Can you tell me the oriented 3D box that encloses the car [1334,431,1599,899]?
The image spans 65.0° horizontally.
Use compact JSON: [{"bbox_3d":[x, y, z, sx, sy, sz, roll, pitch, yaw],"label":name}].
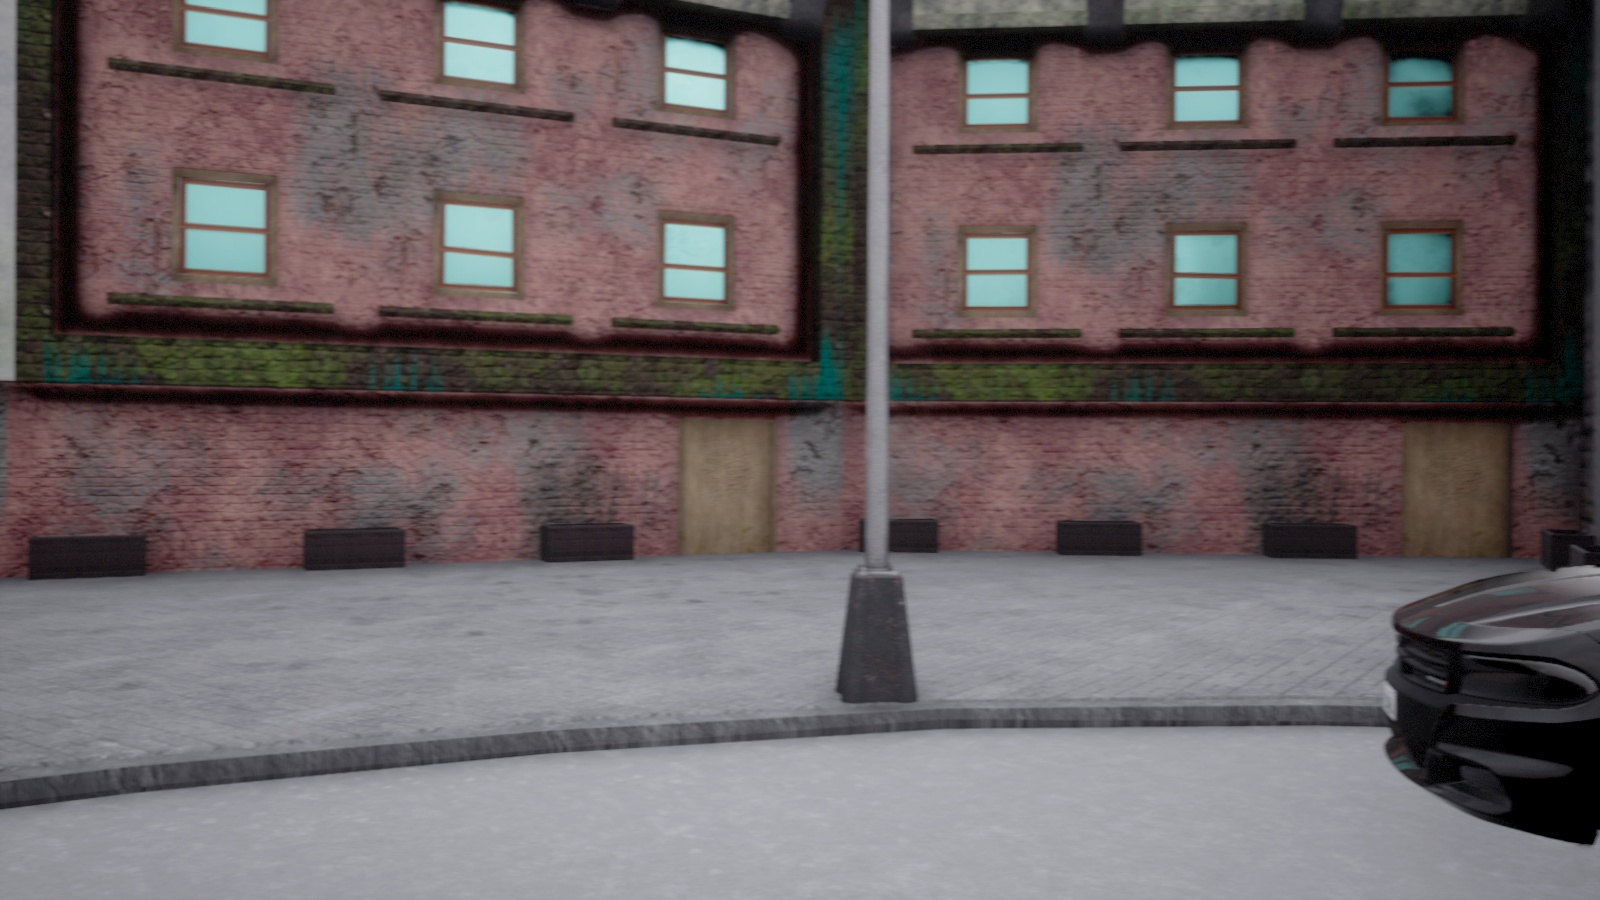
[{"bbox_3d":[4.633,0.713,4.257,5.008,1.535,1.882,0,0,16],"label":"car"}]
